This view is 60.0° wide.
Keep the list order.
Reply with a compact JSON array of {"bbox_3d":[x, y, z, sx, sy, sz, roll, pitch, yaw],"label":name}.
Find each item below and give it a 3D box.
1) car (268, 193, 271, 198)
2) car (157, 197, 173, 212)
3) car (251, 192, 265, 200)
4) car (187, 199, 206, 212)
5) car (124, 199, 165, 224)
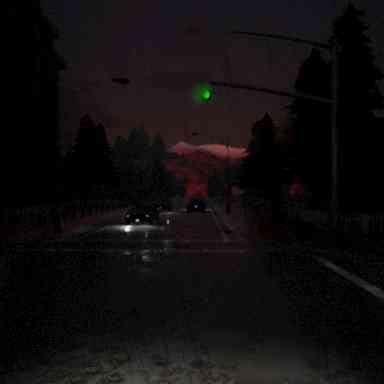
[{"bbox_3d":[18.584,1.017,83.178,1.970,1.475,3.806,0,0,2],"label":"car"},{"bbox_3d":[-3.179,1.364,36.941,1.837,1.490,4.892,0,0,2],"label":"car"},{"bbox_3d":[15.343,1.042,75.867,1.845,1.501,3.633,0,0,2],"label":"car"},{"bbox_3d":[0.462,1.425,35.889,1.994,1.385,4.181,0,0,1],"label":"car"},{"bbox_3d":[-3.518,1.463,24.495,2.033,1.411,5.357,0,0,2],"label":"car"}]
